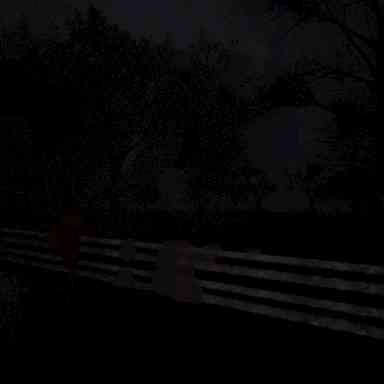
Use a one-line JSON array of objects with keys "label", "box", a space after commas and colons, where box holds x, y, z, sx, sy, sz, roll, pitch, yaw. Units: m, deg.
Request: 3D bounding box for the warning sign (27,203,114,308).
[{"label": "warning sign", "box": [-2.484, 1.184, 6.869, 1.060, 1.860, 1.300, -1, -1, 35]}]
